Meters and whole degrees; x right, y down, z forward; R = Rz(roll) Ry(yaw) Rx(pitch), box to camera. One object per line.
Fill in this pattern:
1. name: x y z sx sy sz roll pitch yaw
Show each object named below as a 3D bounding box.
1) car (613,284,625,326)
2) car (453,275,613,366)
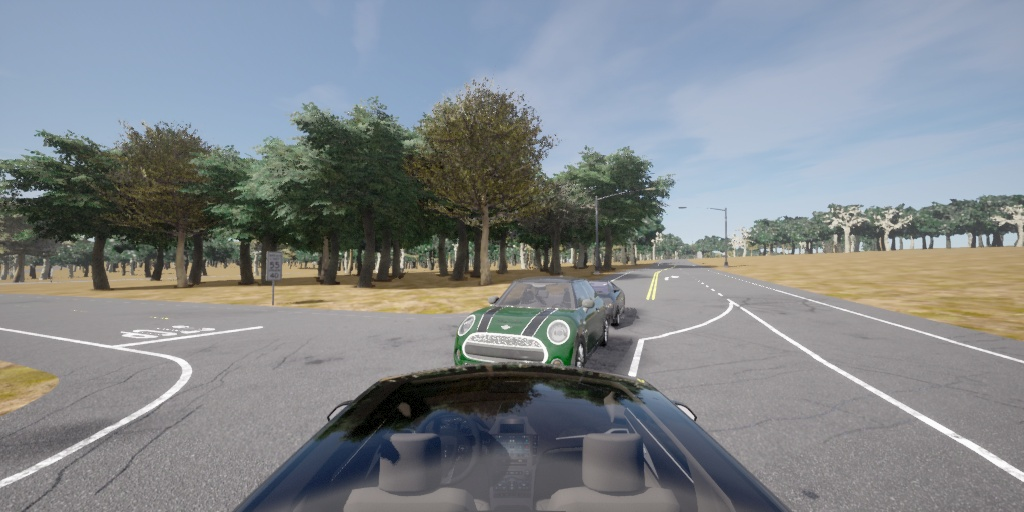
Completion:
1. car: 2.912 1.555 12.880 1.994 1.385 4.181 -2 0 22
2. car: 0.685 1.222 7.448 2.097 1.767 4.553 -1 -2 22
